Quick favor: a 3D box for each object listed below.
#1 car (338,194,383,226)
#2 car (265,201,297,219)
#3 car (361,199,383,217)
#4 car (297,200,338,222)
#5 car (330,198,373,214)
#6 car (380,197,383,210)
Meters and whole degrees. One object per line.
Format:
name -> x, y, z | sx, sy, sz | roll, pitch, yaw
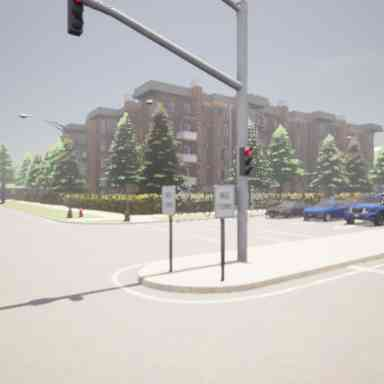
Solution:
car -> 12.850, 1.168, 23.119 | 5.566, 2.045, 2.150 | 0, 0, -36
car -> 8.708, 1.494, 28.761 | 5.357, 1.411, 2.033 | 0, 0, -36
car -> 18.274, 1.417, 31.413 | 4.902, 1.511, 2.128 | 0, 0, -36
car -> 10.679, 1.424, 25.865 | 5.008, 1.535, 1.882 | 0, 0, -36
car -> 16.569, 1.402, 34.498 | 5.008, 1.535, 1.882 | 0, 0, -36
car -> 25.028, 1.405, 40.606 | 4.892, 1.490, 1.837 | 0, 0, -36
